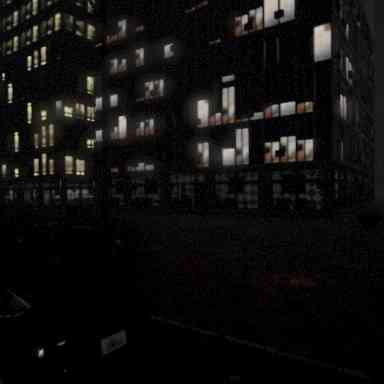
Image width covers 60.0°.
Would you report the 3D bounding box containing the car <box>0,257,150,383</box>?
[{"bbox_3d":[-2.498,1.611,4.654,4.313,1.339,1.947,-1,0,36],"label":"car"}]
